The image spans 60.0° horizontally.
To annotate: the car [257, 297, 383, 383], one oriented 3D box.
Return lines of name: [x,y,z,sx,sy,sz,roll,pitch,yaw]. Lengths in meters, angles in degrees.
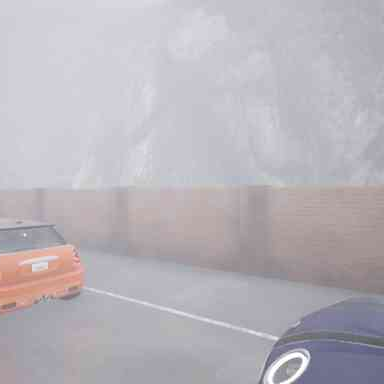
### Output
car: [2.703,1.352,2.102,4.553,1.767,2.097,0,0,35]

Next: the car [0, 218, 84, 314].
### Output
car: [-4.433,1.352,7.159,4.553,1.767,2.097,0,0,36]
